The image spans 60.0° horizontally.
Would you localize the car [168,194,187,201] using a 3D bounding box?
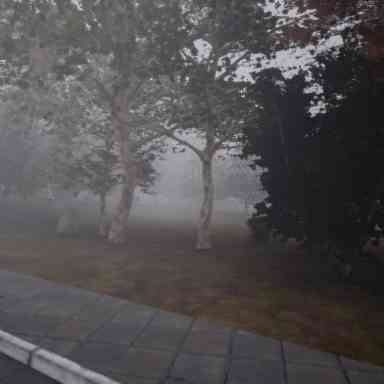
[{"bbox_3d":[-4.182,1.496,94.303,2.435,2.045,5.566,6,1,41],"label":"car"}]
